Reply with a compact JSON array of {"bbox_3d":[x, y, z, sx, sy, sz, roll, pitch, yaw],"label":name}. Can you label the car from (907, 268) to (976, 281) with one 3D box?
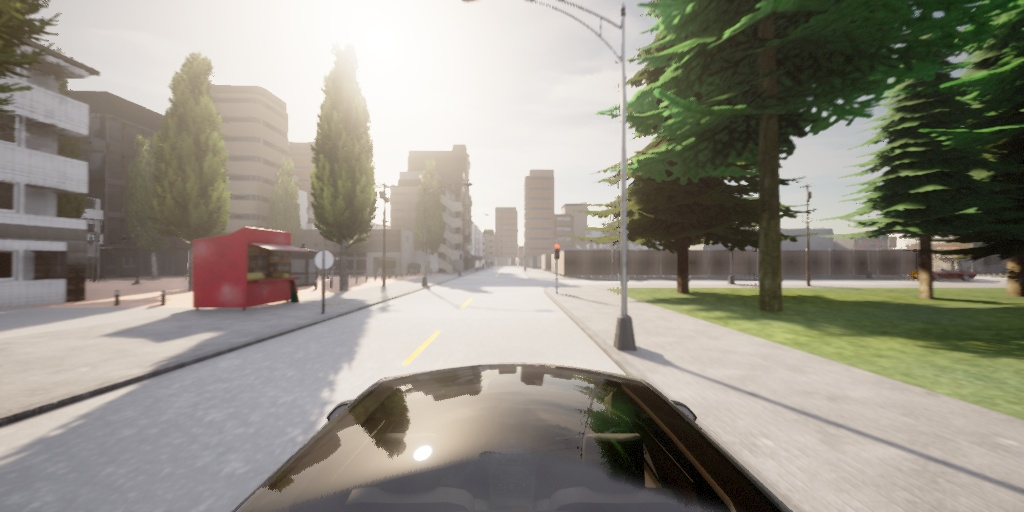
[{"bbox_3d":[41.961,1.806,35.079,4.718,1.301,1.895,0,-1,0],"label":"car"}]
